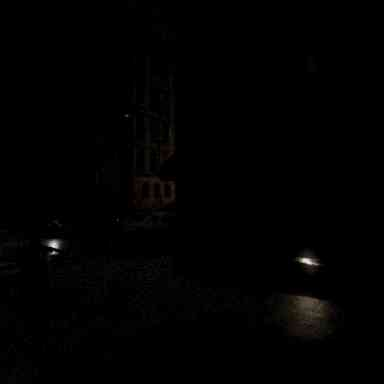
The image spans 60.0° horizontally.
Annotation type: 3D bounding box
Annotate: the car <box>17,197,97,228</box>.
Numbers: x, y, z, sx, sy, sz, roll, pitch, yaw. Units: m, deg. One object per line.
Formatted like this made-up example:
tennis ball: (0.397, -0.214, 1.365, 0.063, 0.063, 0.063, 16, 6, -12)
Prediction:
car: (-7.874, 1.254, 20.312, 2.192, 1.841, 5.009, 1, 0, 35)

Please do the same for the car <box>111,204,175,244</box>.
car: (-1.246, 1.514, 15.787, 1.752, 1.417, 4.829, 1, 0, 35)

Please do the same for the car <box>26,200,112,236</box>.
car: (-6.101, 1.433, 18.422, 1.882, 1.535, 5.008, 0, 1, 34)

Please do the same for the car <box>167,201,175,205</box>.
car: (-1.286, 1.493, 29.563, 1.947, 1.339, 4.313, 1, 0, 35)
